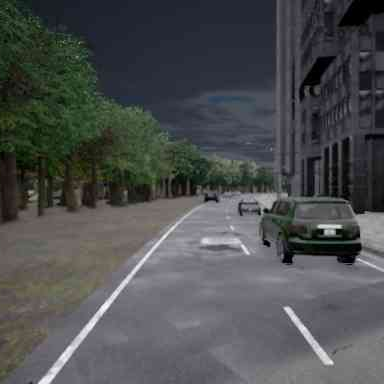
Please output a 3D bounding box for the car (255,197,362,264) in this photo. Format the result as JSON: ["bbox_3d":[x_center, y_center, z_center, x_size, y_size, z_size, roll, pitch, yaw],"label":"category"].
[{"bbox_3d":[3.869,1.172,11.783,2.150,2.045,5.566,0,0,2],"label":"car"}]

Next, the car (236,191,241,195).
[{"bbox_3d":[11.908,0.389,88.832,1.895,1.301,4.718,0,1,16],"label":"car"}]

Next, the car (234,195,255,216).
[{"bbox_3d":[5.077,1.277,30.081,2.128,1.511,4.902,0,1,5],"label":"car"}]

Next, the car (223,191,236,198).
[{"bbox_3d":[7.704,0.631,71.700,2.033,1.411,5.357,0,1,13],"label":"car"}]

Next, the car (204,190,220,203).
[{"bbox_3d":[3.267,0.710,54.268,2.150,2.045,5.566,0,1,9],"label":"car"}]
